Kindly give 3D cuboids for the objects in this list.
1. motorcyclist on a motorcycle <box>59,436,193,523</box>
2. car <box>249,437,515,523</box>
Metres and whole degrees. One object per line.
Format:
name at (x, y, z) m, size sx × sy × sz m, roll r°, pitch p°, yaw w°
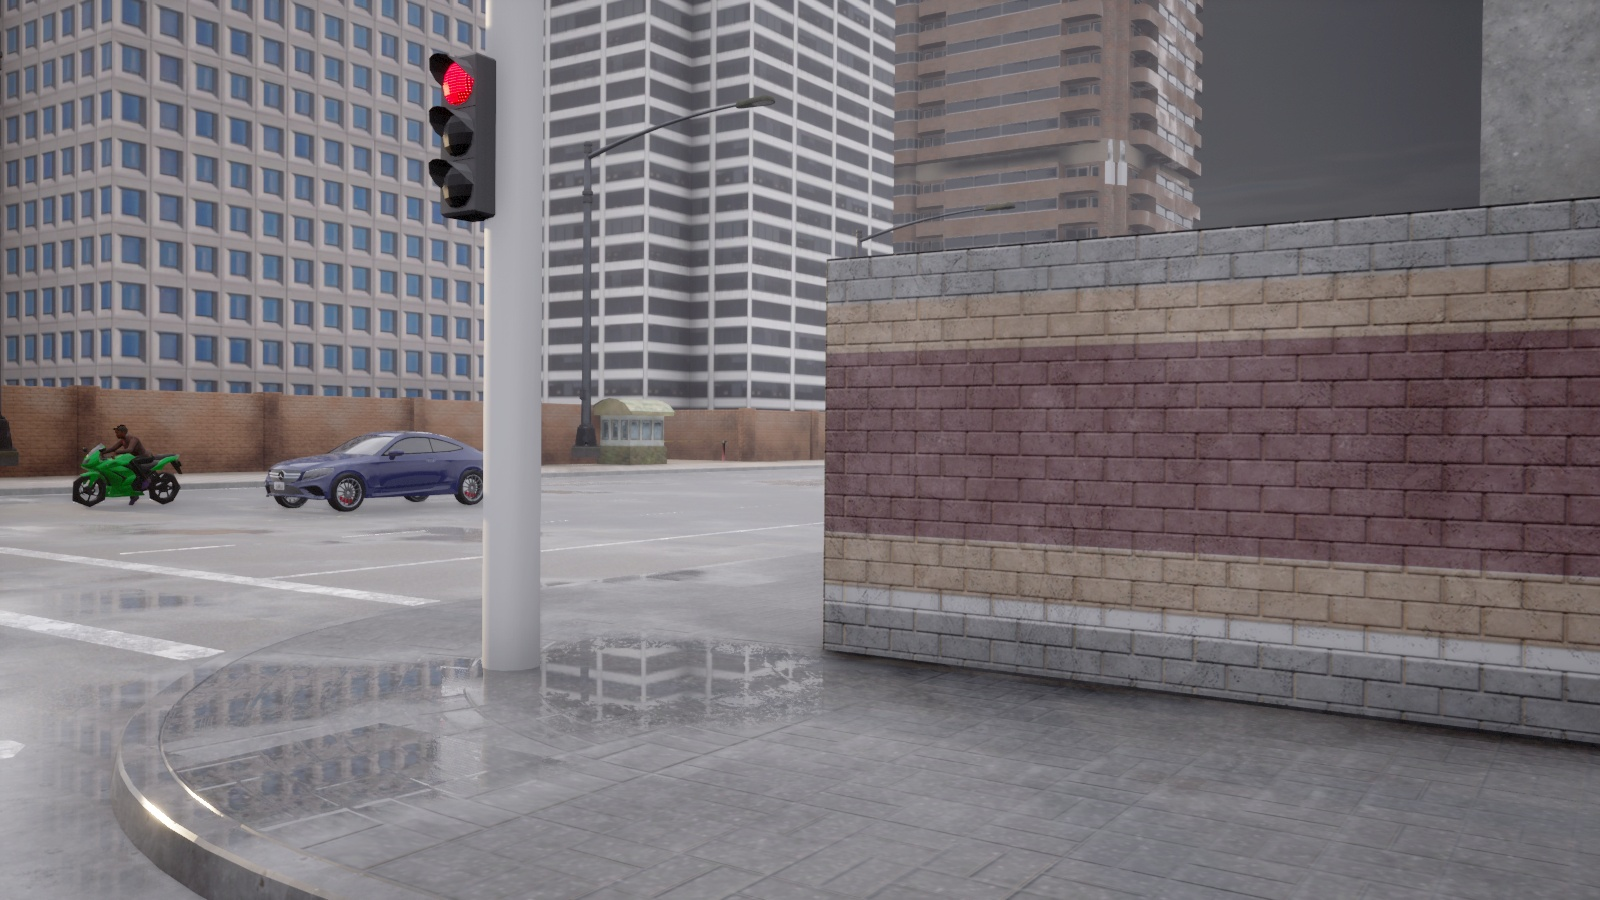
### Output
motorcyclist on a motorcycle at (-12.529, 0.512, 23.411) m, size 0.797 × 1.523 × 2.044 m, roll 0°, pitch 1°, yaw 34°
car at (-7.863, 0.504, 24.068) m, size 1.812 × 1.442 × 4.674 m, roll 0°, pitch 1°, yaw 34°
